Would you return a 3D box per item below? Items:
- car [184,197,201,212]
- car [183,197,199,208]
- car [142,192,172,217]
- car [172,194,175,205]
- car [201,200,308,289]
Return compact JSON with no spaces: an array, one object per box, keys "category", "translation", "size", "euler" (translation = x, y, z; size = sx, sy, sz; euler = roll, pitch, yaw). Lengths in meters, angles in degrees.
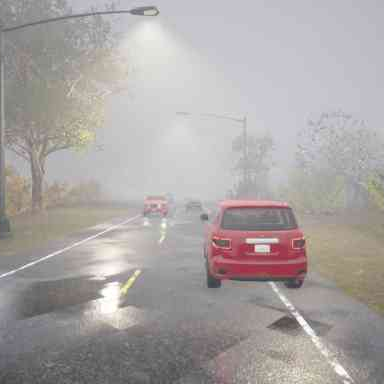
[{"category":"car","translation":[0.172,1.441,38.591],"size":[1.837,1.490,4.892],"euler":[0,0,-2]},{"category":"car","translation":[-0.213,1.456,48.945],"size":[2.033,1.411,5.357],"euler":[0,0,-2]},{"category":"car","translation":[-3.355,1.177,31.531],"size":[2.150,2.045,5.566],"euler":[0,0,-1]},{"category":"car","translation":[-4.222,1.105,57.530],"size":[2.150,2.045,5.566],"euler":[0,0,-3]},{"category":"car","translation":[1.455,1.217,9.325],"size":[2.150,2.045,5.566],"euler":[0,0,1]}]
